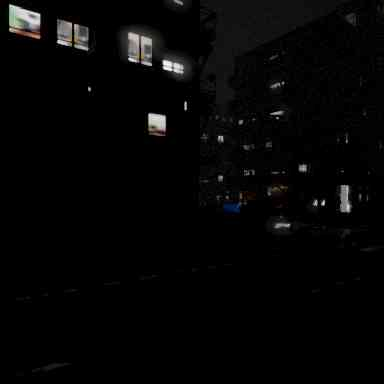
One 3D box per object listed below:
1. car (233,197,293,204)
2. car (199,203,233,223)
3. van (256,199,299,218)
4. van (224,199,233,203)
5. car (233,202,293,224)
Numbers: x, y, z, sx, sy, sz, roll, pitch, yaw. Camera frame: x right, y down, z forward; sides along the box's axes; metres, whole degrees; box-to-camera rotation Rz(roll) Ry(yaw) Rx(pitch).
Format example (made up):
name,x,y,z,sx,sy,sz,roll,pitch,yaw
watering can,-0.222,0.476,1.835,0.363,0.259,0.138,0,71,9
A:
name,x,y,z,sx,sy,sz,roll,pitch,yaw
car,6.846,1.481,31.563,2.150,2.045,5.566,0,-1,-37
car,1.798,1.872,28.649,1.802,1.307,4.206,-1,0,-36
van,8.540,1.599,33.562,1.690,1.788,3.998,-1,0,-36
van,5.228,1.673,38.080,1.690,1.788,3.998,-1,0,-36
car,5.788,1.801,27.558,1.994,1.385,4.181,0,-1,-36
